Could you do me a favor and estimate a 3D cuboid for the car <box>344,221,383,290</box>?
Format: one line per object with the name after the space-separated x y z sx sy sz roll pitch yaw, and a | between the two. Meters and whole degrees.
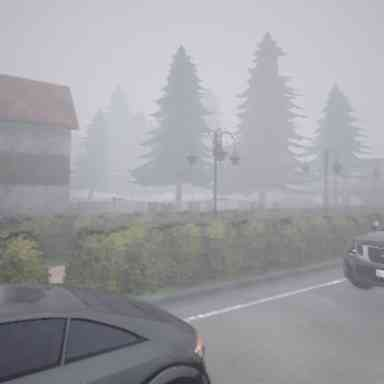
6.148 1.350 8.368 5.566 2.045 2.150 1 -1 -35 | car

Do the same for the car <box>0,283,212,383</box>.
-1.849 1.563 2.671 4.181 1.385 1.994 1 -1 -36 | car
